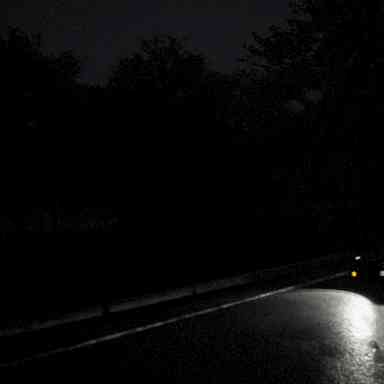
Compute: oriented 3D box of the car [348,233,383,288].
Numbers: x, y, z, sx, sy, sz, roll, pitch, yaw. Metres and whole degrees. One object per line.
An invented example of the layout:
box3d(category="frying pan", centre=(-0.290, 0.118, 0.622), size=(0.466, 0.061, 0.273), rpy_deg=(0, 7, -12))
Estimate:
box3d(category="car", centre=(5.654, 1.507, 8.036), size=(4.181, 1.385, 1.994), rpy_deg=(-1, 0, -36))
